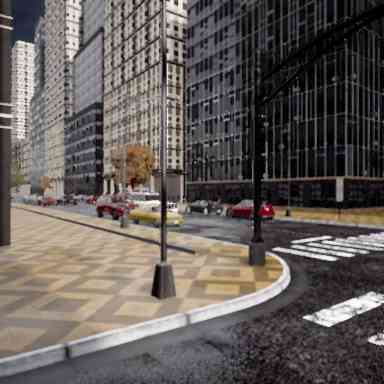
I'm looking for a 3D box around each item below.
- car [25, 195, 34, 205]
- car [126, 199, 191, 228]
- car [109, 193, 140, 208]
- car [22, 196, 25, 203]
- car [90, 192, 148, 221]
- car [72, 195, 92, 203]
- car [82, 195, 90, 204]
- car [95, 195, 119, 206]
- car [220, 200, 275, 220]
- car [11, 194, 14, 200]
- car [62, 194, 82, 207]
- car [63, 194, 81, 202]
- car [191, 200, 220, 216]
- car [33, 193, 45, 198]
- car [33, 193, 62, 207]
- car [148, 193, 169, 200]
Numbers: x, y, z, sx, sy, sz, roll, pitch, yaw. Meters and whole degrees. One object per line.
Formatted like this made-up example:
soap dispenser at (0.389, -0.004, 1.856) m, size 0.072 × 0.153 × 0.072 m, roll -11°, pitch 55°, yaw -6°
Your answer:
car at (-22.612, 1.207, 48.707) m, size 2.008 × 1.369 × 4.403 m, roll 1°, pitch 0°, yaw -37°
car at (-2.341, 1.398, 21.130) m, size 1.752 × 1.417 × 4.829 m, roll 1°, pitch 0°, yaw -37°
car at (-9.116, 1.064, 44.572) m, size 2.192 × 1.841 × 5.009 m, roll 1°, pitch 0°, yaw -37°
car at (-25.990, 1.168, 53.267) m, size 2.008 × 1.369 × 4.403 m, roll 1°, pitch 0°, yaw -37°
car at (-5.797, 1.154, 25.847) m, size 2.192 × 1.841 × 5.009 m, roll 1°, pitch 0°, yaw -37°
car at (-19.253, 1.184, 58.250) m, size 2.008 × 1.369 × 4.403 m, roll 1°, pitch 0°, yaw -37°
car at (-15.874, 1.218, 53.691) m, size 1.887 × 1.381 × 4.507 m, roll 1°, pitch 0°, yaw -37°
car at (-12.598, 1.236, 49.268) m, size 1.752 × 1.417 × 4.829 m, roll 1°, pitch 0°, yaw -37°
car at (4.500, 1.329, 26.410) m, size 1.967 × 1.590 × 4.097 m, roll 1°, pitch 0°, yaw -37°
car at (-39.505, 0.989, 71.508) m, size 1.887 × 1.381 × 4.507 m, roll 1°, pitch 0°, yaw -37°
car at (-17.305, 1.205, 46.024) m, size 1.837 × 1.490 × 4.892 m, roll 0°, pitch 0°, yaw -36°
car at (-22.732, 1.116, 62.948) m, size 1.752 × 1.417 × 4.829 m, roll 1°, pitch 0°, yaw -37°
car at (1.095, 1.407, 30.954) m, size 2.008 × 1.369 × 4.403 m, roll 1°, pitch 0°, yaw -37°
car at (-39.523, 0.934, 85.609) m, size 1.947 × 1.339 × 4.313 m, roll 1°, pitch 0°, yaw -37°
car at (-19.233, 1.240, 44.147) m, size 1.887 × 1.381 × 4.507 m, roll 1°, pitch 0°, yaw -37°
car at (-3.328, 1.068, 27.021) m, size 2.150 × 2.045 × 5.566 m, roll 0°, pitch 0°, yaw -37°
